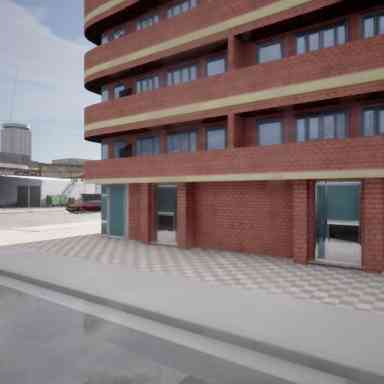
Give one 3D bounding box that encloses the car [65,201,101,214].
[{"bbox_3d":[-11.034,1.601,35.524,1.895,1.301,4.718,0,0,34],"label":"car"}]
